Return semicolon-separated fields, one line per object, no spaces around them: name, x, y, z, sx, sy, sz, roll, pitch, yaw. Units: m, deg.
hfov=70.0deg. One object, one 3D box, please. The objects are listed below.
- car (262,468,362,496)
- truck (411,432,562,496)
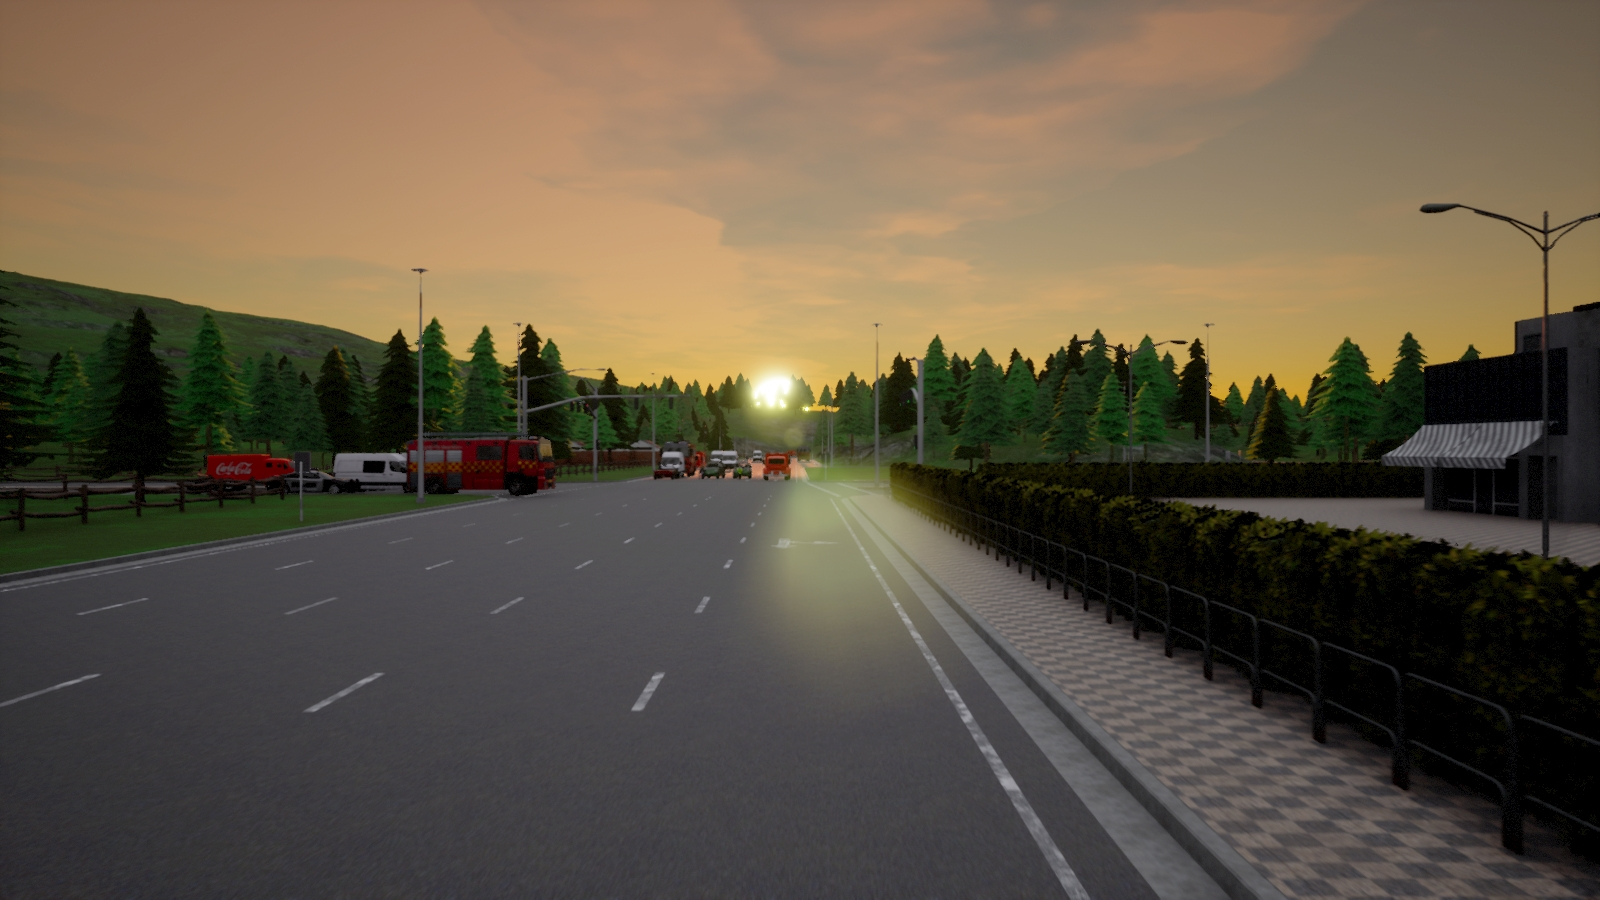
car;-29.820;1.945;69.933;5.238;1.638;2.097;0;0;0
truck;-19.147;0.854;70.002;8.468;3.827;2.891;0;0;4
